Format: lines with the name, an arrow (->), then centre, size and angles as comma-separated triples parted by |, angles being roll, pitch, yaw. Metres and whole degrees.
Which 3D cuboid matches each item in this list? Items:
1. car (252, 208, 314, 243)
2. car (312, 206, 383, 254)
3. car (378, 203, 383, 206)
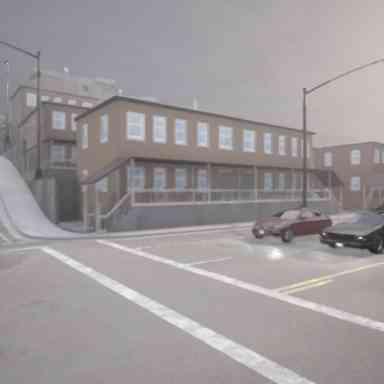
car -> 4.994, 1.507, 16.132 | 4.674, 1.442, 1.812 | 0, 0, -35
car -> 7.532, 1.527, 13.644 | 5.357, 1.411, 2.033 | 0, 0, -35
car -> 13.232, 1.440, 21.997 | 5.008, 1.535, 1.882 | 0, 0, -35
